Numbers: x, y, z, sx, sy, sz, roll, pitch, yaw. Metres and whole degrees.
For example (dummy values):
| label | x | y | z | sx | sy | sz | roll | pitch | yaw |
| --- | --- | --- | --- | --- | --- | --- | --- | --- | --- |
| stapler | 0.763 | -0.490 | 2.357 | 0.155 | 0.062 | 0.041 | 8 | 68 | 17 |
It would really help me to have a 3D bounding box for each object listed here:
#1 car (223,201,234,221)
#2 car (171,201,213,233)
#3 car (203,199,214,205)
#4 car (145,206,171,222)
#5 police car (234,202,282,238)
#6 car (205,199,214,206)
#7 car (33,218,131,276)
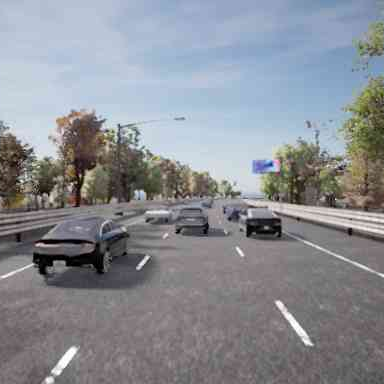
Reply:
| label | x | y | z | sx | sy | sz | roll | pitch | yaw |
| --- | --- | --- | --- | --- | --- | --- | --- | --- | --- |
| car | 4.178 | 1.645 | 29.973 | 2.097 | 1.767 | 4.553 | 0 | -1 | 2 |
| car | 0.111 | 1.633 | 21.071 | 2.033 | 1.649 | 4.856 | 0 | 0 | 4 |
| car | 2.647 | 2.157 | 60.497 | 2.033 | 1.411 | 5.357 | 0 | -1 | 5 |
| car | -2.766 | 1.879 | 28.819 | 1.895 | 1.301 | 4.718 | 0 | -1 | 2 |
| police car | 3.801 | 1.611 | 19.242 | 1.930 | 1.638 | 5.238 | 0 | -1 | 2 |
| car | 3.933 | 2.278 | 75.598 | 1.837 | 1.490 | 4.892 | 0 | -1 | 6 |
| car | -3.272 | 1.592 | 10.744 | 2.128 | 1.511 | 4.902 | 0 | -1 | 1 |
